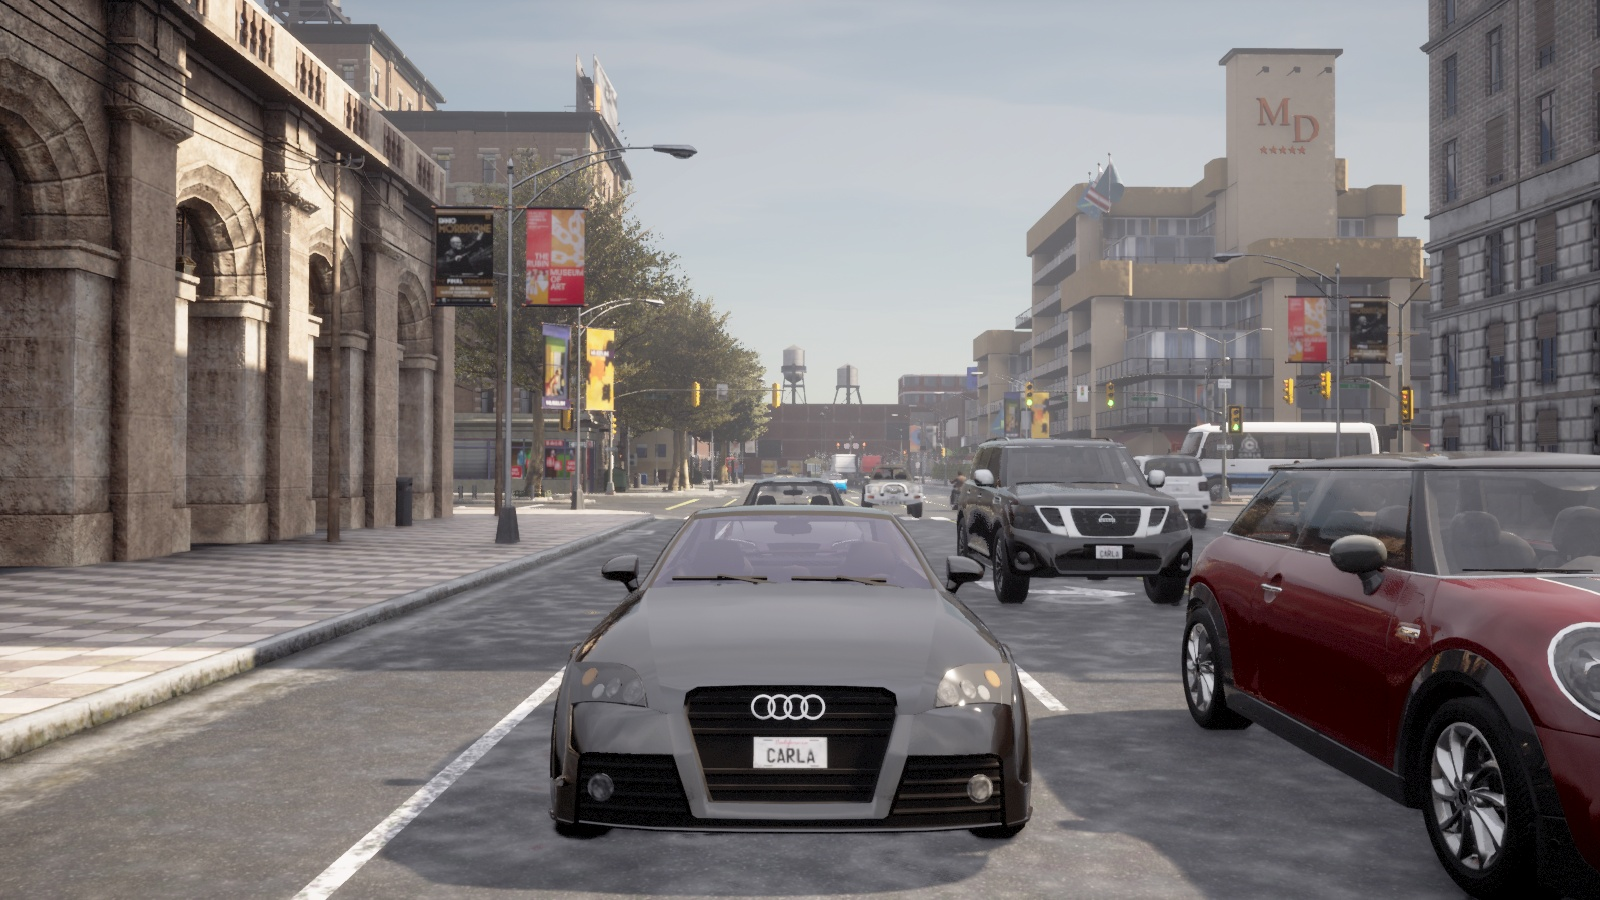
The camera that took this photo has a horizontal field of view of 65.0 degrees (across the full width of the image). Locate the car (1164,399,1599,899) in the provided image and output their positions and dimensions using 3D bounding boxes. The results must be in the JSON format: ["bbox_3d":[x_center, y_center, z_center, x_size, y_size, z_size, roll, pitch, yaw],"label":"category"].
[{"bbox_3d":[3.469,0.760,5.993,2.097,1.767,4.553,0,-1,0],"label":"car"}]

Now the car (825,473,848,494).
[{"bbox_3d":[2.497,2.302,86.116,1.481,1.376,2.207,0,-1,-1],"label":"car"}]

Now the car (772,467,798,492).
[{"bbox_3d":[-1.159,2.258,96.874,1.932,1.855,4.605,0,-1,-1],"label":"car"}]

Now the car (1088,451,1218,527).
[{"bbox_3d":[10.205,1.108,36.789,2.150,2.045,5.566,0,-1,-1],"label":"car"}]

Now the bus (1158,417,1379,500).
[{"bbox_3d":[24.795,0.460,66.964,10.273,4.253,3.944,0,-1,-1],"label":"bus"}]

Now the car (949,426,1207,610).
[{"bbox_3d":[3.426,0.801,16.761,2.150,2.045,5.566,0,-1,0],"label":"car"}]

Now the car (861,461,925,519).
[{"bbox_3d":[3.115,1.338,42.909,1.932,1.855,4.605,0,-1,1],"label":"car"}]

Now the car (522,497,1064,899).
[{"bbox_3d":[-0.032,0.991,6.719,1.994,1.385,4.181,0,-1,0],"label":"car"}]

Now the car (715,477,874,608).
[{"bbox_3d":[-0.072,1.105,16.502,1.816,1.474,4.193,0,-1,0],"label":"car"}]
